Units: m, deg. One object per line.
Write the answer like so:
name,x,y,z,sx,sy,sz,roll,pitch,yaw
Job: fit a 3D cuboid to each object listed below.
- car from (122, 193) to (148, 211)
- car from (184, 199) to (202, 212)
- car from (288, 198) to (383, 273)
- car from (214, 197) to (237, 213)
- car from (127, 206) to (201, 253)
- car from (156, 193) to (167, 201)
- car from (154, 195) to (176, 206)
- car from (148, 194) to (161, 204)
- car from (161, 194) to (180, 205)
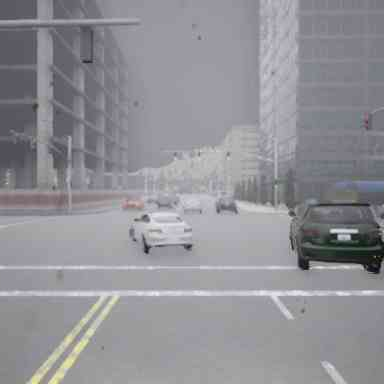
car,-7.078,1.327,40.449,2.097,1.767,4.553,0,0,0
car,0.110,1.502,37.105,1.812,1.442,4.674,0,0,0
car,4.491,1.217,10.989,2.150,2.045,5.566,-1,0,14
car,3.610,1.329,36.316,2.097,1.767,4.553,0,0,0
car,-1.349,1.517,13.782,1.812,1.442,4.674,0,0,-18
car,-6.981,1.171,75.442,2.097,1.767,4.553,0,0,0
car,-3.565,1.476,44.825,1.837,1.490,4.892,0,0,0
car,-7.002,1.487,60.611,1.812,1.442,4.674,0,0,0
car,-3.541,1.320,55.869,2.097,1.767,4.553,0,0,1
